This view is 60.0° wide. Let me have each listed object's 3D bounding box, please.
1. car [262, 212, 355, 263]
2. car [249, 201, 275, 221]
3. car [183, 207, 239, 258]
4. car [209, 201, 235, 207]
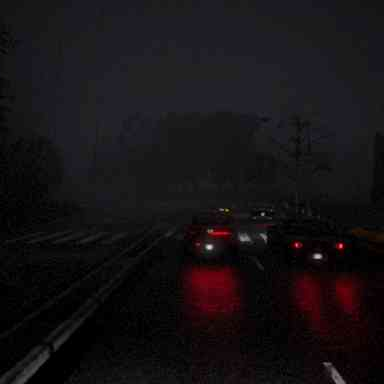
[{"bbox_3d":[3.950,1.641,12.196,1.895,1.301,4.718,1,0,4],"label":"car"},{"bbox_3d":[5.709,1.499,27.237,1.882,1.535,5.008,1,1,10],"label":"car"},{"bbox_3d":[0.749,1.513,12.891,1.837,1.490,4.892,1,-1,5],"label":"car"},{"bbox_3d":[2.363,1.488,26.948,1.837,1.490,4.892,1,1,10],"label":"car"}]
